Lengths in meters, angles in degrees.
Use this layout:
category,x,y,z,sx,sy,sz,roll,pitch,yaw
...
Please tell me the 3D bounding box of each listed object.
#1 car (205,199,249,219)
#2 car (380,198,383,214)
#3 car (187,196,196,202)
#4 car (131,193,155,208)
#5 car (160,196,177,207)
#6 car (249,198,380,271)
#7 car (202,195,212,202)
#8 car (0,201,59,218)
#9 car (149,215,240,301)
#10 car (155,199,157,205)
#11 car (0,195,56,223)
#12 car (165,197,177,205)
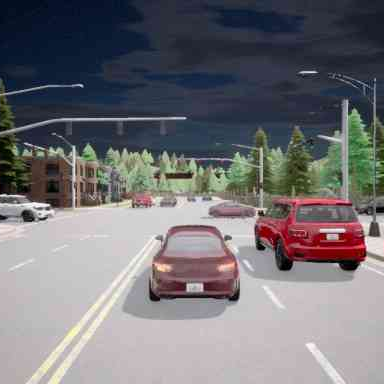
category,x,y,z,sx,sy,sz,roll,pitch,yaw
car,3.439,1.564,28.832,4.181,1.385,1.994,0,0,1
car,18.261,1.352,32.457,4.553,1.767,2.097,0,0,0
car,-0.152,1.553,74.575,1.994,1.385,4.181,0,0,0
car,-7.169,1.221,47.908,2.150,2.045,5.566,0,0,2
car,-3.702,1.352,51.184,2.097,1.767,4.553,0,0,0
car,3.553,1.221,11.066,2.150,2.045,5.566,0,0,0
car,3.356,1.355,74.348,2.097,1.767,4.553,0,0,0
car,-14.367,1.526,29.129,4.674,1.442,1.812,0,0,-1
car,0.046,1.526,8.185,1.812,1.442,4.674,0,0,0
car,-7.205,1.525,57.307,1.812,1.442,4.674,0,0,0
car,-13.471,1.222,25.326,5.566,2.045,2.150,0,0,7
car,-3.700,1.564,59.792,1.994,1.385,4.181,0,0,0
